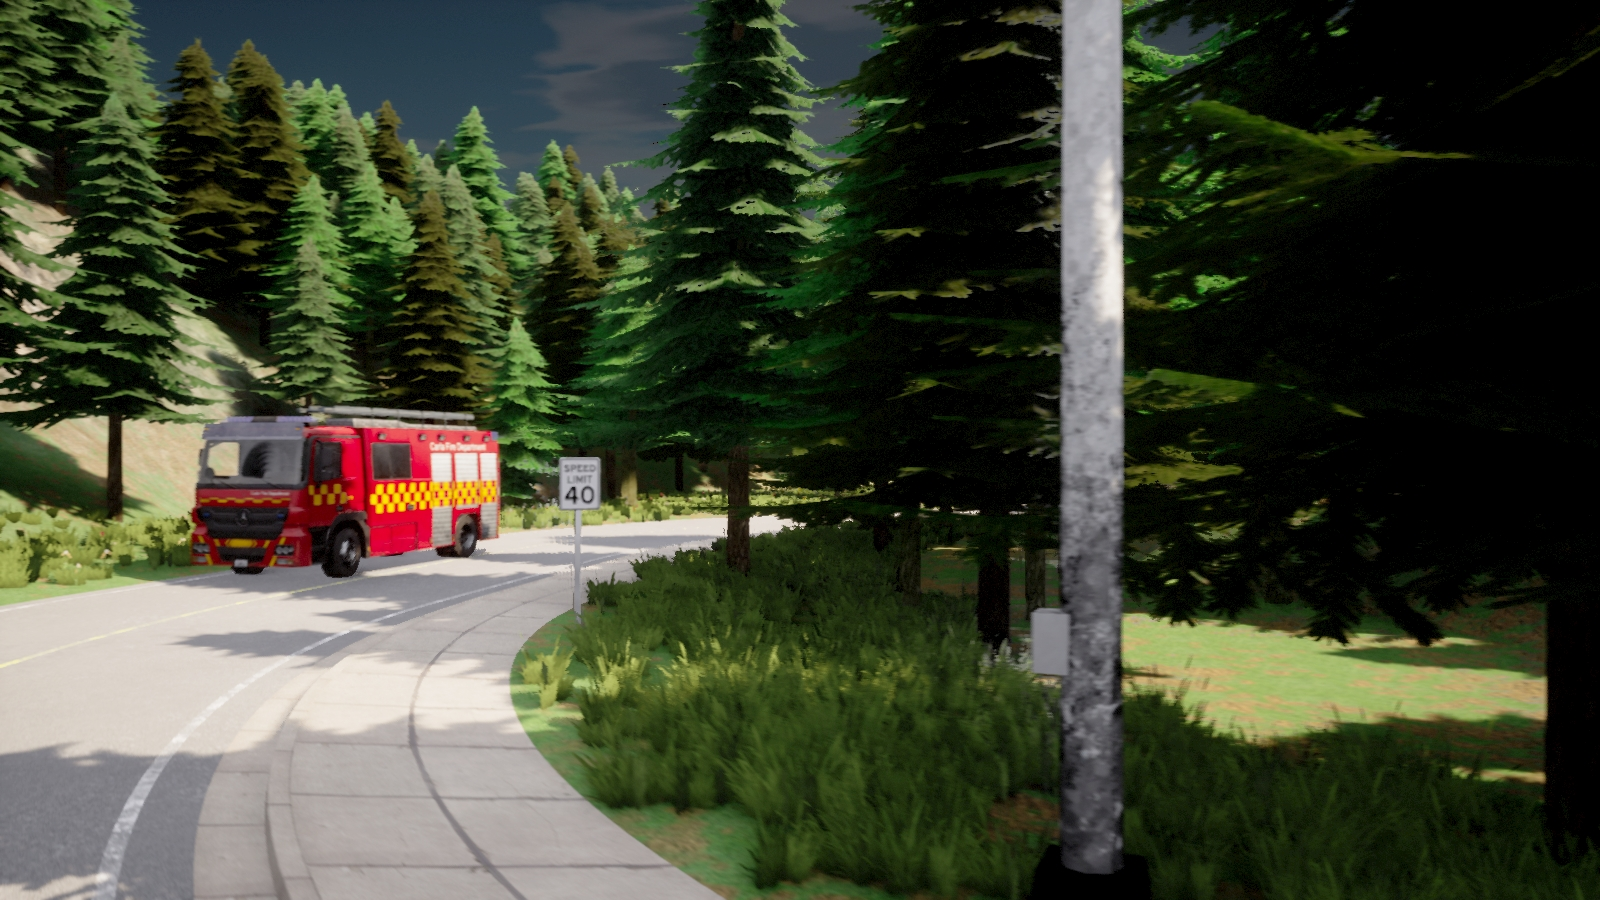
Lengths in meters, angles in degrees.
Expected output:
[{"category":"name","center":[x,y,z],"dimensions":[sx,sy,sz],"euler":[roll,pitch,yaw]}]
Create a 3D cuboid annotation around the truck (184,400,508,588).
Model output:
[{"category":"truck","center":[-10.467,0.899,27.692],"dimensions":[2.891,3.827,8.468],"euler":[0,0,14]}]
